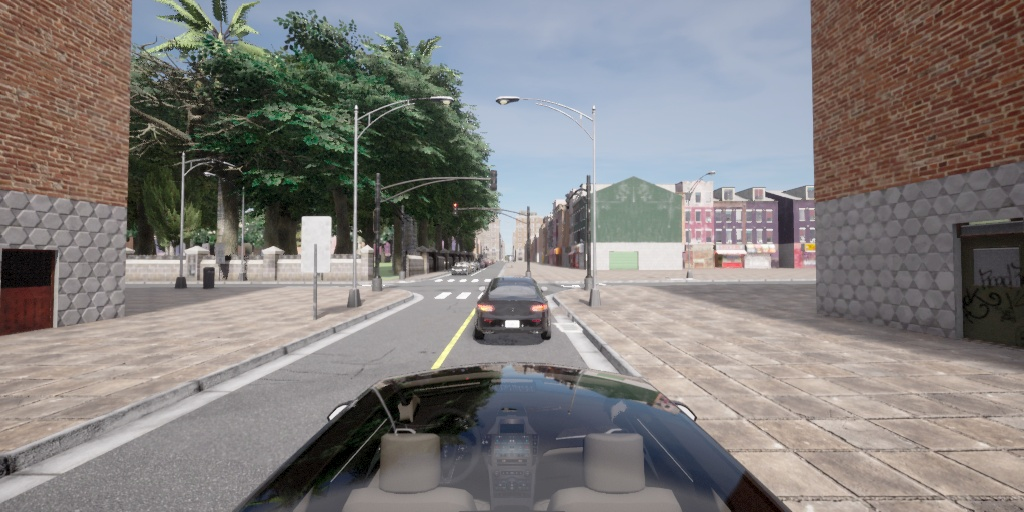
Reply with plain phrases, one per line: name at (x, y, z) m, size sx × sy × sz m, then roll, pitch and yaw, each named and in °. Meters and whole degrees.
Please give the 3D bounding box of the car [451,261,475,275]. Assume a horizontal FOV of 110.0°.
car at (-5.493, 1.332, 38.784) m, size 2.007 × 1.370 × 4.403 m, roll 0°, pitch 0°, yaw 0°

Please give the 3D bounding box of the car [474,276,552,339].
car at (0.031, 1.279, 9.921) m, size 1.812 × 1.442 × 4.674 m, roll 0°, pitch 0°, yaw 1°

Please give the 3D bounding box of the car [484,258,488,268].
car at (-5.632, 1.417, 62.269) m, size 1.802 × 1.307 × 4.207 m, roll 0°, pitch 0°, yaw 0°

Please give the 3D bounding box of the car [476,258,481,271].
car at (-5.517, 1.344, 45.920) m, size 2.007 × 1.370 × 4.403 m, roll 0°, pitch 0°, yaw 0°

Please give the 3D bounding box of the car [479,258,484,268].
car at (-5.555, 1.371, 51.370) m, size 1.948 × 1.339 × 4.313 m, roll 0°, pitch 0°, yaw 0°
